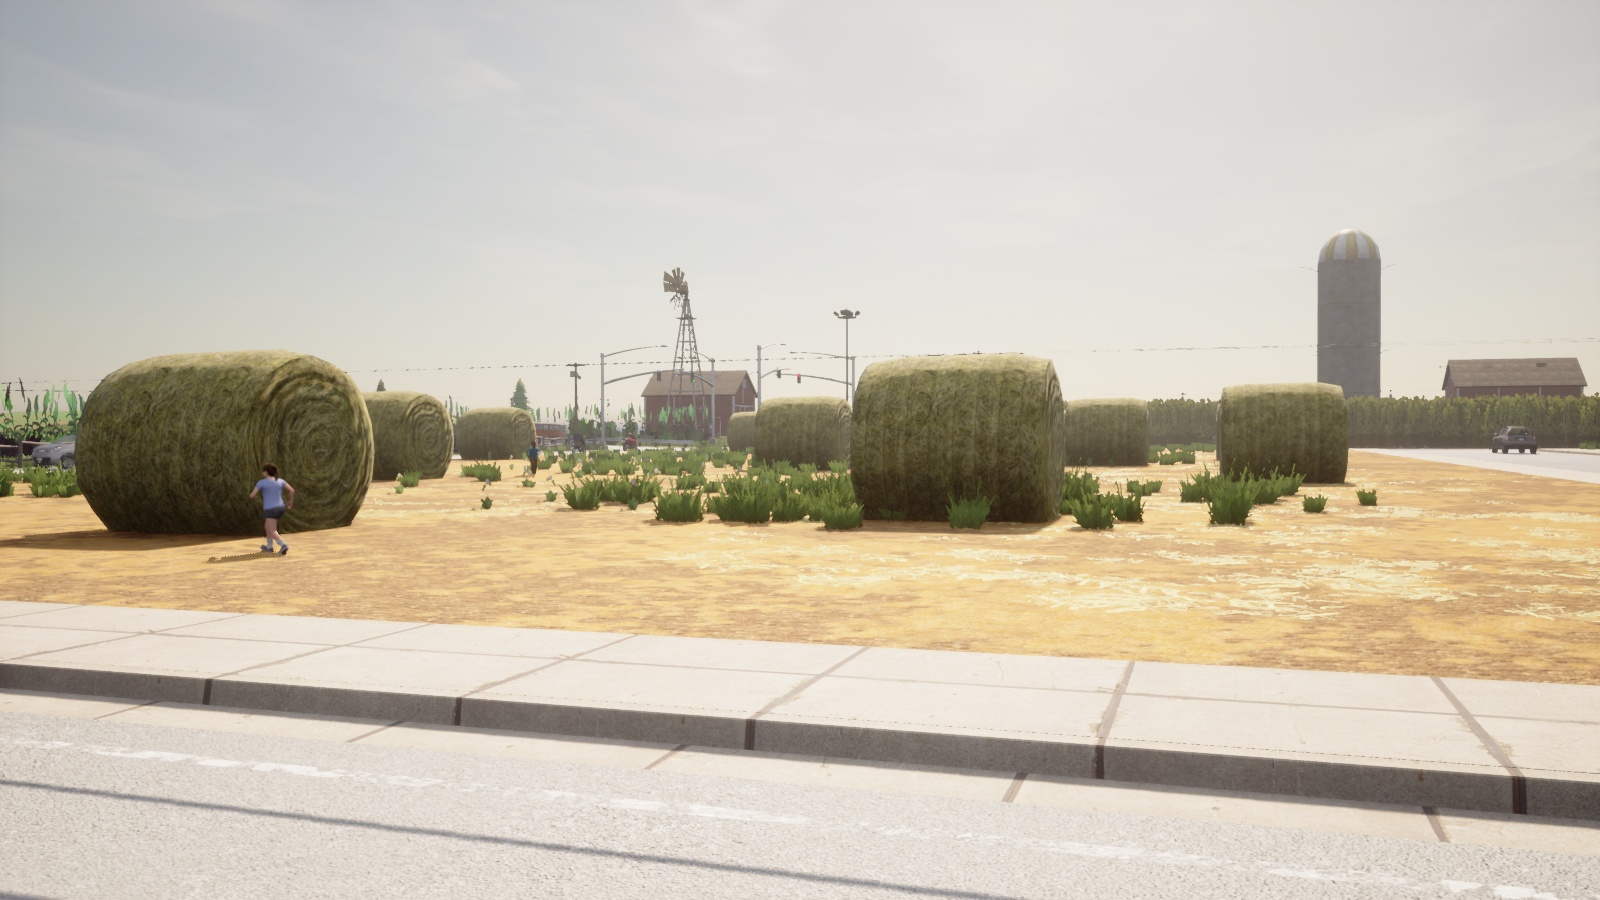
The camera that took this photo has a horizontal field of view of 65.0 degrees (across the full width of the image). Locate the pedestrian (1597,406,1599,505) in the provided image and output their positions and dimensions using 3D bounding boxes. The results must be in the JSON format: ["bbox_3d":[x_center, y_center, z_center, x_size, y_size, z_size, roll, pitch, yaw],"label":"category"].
[{"bbox_3d":[16.055,0.115,24.436,0.659,1.952,0.873,0,1,14],"label":"pedestrian"}]

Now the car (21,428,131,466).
[{"bbox_3d":[-30.411,-0.155,52.842,1.845,1.501,3.633,1,1,21],"label":"car"}]

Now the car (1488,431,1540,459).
[{"bbox_3d":[42.037,-0.329,74.013,1.851,1.617,3.988,1,1,18],"label":"car"}]

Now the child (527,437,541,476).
[{"bbox_3d":[-8.081,0.191,38.144,0.343,1.192,0.448,0,1,-22],"label":"child"}]

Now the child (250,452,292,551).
[{"bbox_3d":[-6.082,0.582,14.443,0.394,1.110,0.255,1,1,28],"label":"child"}]
